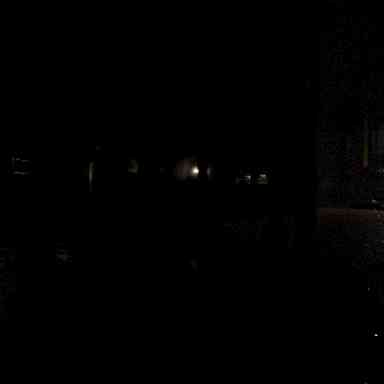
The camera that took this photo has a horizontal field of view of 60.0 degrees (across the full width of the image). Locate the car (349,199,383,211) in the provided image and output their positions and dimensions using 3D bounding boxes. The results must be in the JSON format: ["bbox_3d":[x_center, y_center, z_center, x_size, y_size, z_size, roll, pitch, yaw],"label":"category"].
[{"bbox_3d":[20.517,1.517,38.430,1.994,1.385,4.181,0,1,-35],"label":"car"}]
